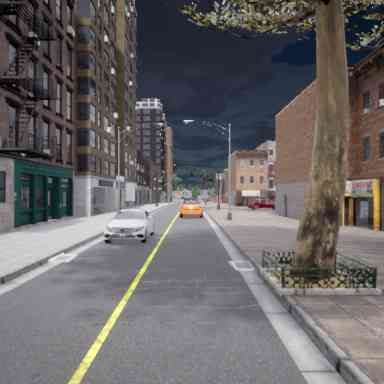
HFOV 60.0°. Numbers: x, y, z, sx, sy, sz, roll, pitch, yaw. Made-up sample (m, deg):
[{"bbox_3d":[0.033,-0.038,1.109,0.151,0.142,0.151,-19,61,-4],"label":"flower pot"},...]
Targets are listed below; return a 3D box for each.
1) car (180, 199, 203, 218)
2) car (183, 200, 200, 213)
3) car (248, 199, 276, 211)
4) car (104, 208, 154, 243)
[{"bbox_3d":[-0.052,1.471,31.767,2.097,1.767,4.553,0,0,0],"label":"car"},{"bbox_3d":[-0.015,1.723,41.499,1.837,1.490,4.892,0,-1,4],"label":"car"},{"bbox_3d":[10.629,1.887,48.425,5.009,1.841,2.192,1,-1,0],"label":"car"},{"bbox_3d":[-2.912,1.550,16.259,1.812,1.442,4.674,0,0,0],"label":"car"}]
